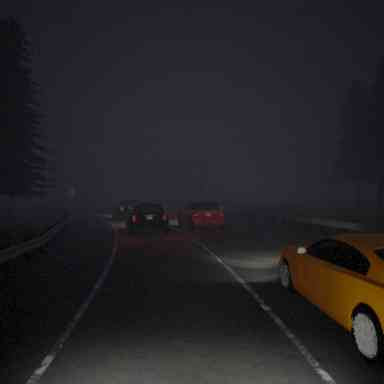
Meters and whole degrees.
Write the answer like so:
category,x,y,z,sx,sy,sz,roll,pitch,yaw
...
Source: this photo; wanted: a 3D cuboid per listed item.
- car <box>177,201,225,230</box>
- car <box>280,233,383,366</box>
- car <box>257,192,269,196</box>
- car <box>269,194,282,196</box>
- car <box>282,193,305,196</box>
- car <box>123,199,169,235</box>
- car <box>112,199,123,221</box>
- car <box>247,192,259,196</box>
category,x,y,z,sx,sy,sz,roll,pitch,yaw
car,0.444,1.318,20.977,2.097,1.767,4.553,0,0,-14
car,3.099,1.458,5.846,1.882,1.535,5.008,0,0,-4
car,20.386,1.388,88.871,4.718,1.301,1.895,0,0,-33
car,23.027,1.289,86.436,4.892,1.490,1.837,0,0,-33
car,25.597,1.379,83.964,4.718,1.301,1.895,0,0,-33
car,-2.632,1.331,18.903,2.097,1.767,4.553,0,0,-14
car,-5.284,1.326,27.431,2.097,1.767,4.553,0,0,-20
car,17.602,1.024,91.283,5.566,2.045,2.150,0,0,-29
